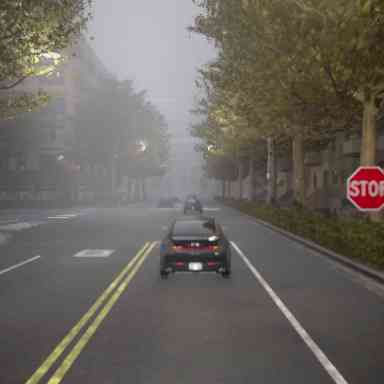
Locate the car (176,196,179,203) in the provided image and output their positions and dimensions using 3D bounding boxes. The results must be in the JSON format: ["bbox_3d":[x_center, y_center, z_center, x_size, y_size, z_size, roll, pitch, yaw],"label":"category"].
[{"bbox_3d":[-3.502,1.385,63.079,1.895,1.301,4.718,0,0,0],"label":"car"}]

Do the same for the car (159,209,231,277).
[{"bbox_3d":[0.086,1.470,10.128,1.837,1.490,4.892,0,0,0],"label":"car"}]

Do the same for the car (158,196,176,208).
[{"bbox_3d":[-3.577,1.322,45.461,1.882,1.535,5.008,0,0,0],"label":"car"}]

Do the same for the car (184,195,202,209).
[{"bbox_3d":[0.098,1.404,35.404,1.812,1.442,4.674,0,0,0],"label":"car"}]
